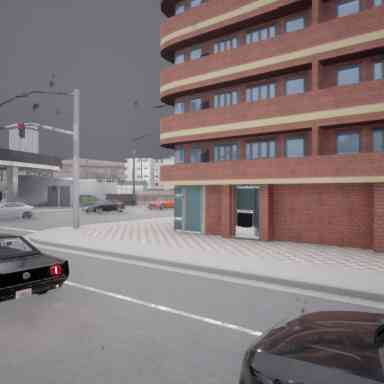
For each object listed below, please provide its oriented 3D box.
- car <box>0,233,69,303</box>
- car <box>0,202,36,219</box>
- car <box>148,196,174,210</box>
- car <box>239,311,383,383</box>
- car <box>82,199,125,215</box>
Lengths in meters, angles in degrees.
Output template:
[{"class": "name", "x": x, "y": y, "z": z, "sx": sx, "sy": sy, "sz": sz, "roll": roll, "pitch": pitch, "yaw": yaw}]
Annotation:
[{"class": "car", "x": -4.929, "y": 1.599, "z": 7.496, "sx": 4.718, "sy": 1.301, "sz": 1.895, "roll": 0, "pitch": 0, "yaw": 36}, {"class": "car", "x": -14.976, "y": 1.520, "z": 26.707, "sx": 1.812, "sy": 1.442, "sz": 4.674, "roll": 0, "pitch": 0, "yaw": 34}, {"class": "car", "x": -3.670, "y": 1.389, "z": 43.183, "sx": 2.097, "sy": 1.767, "sz": 4.553, "roll": 0, "pitch": 0, "yaw": 35}, {"class": "car", "x": 2.651, "y": 1.514, "z": 2.104, "sx": 4.892, "sy": 1.490, "sz": 1.837, "roll": 0, "pitch": 0, "yaw": 35}, {"class": "car", "x": -9.262, "y": 1.508, "z": 35.079, "sx": 2.128, "sy": 1.511, "sz": 4.902, "roll": 0, "pitch": 0, "yaw": 35}]
